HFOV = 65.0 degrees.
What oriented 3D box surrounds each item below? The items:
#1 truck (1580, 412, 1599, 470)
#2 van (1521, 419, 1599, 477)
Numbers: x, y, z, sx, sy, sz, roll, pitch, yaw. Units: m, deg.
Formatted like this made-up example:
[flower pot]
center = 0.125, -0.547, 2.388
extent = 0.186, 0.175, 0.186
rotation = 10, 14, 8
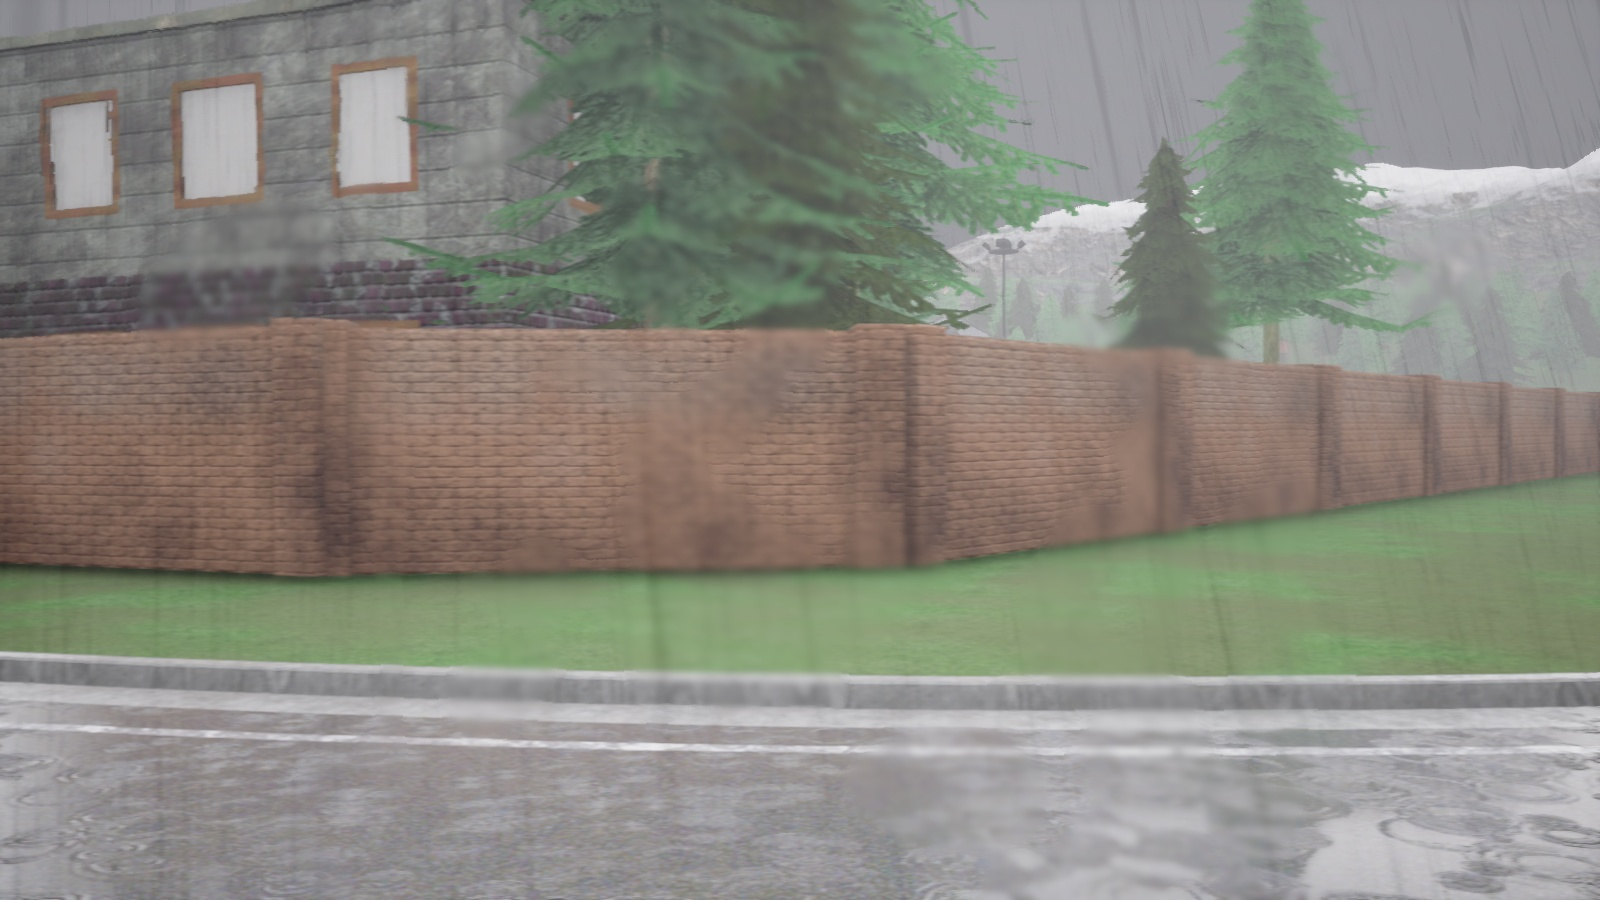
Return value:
[truck]
center = 36.471, -0.377, 53.316
extent = 5.204, 2.467, 2.627
rotation = 1, 1, 19
[van]
center = 29.003, -0.072, 45.631
extent = 4.480, 2.038, 2.069
rotation = 1, 1, 42
